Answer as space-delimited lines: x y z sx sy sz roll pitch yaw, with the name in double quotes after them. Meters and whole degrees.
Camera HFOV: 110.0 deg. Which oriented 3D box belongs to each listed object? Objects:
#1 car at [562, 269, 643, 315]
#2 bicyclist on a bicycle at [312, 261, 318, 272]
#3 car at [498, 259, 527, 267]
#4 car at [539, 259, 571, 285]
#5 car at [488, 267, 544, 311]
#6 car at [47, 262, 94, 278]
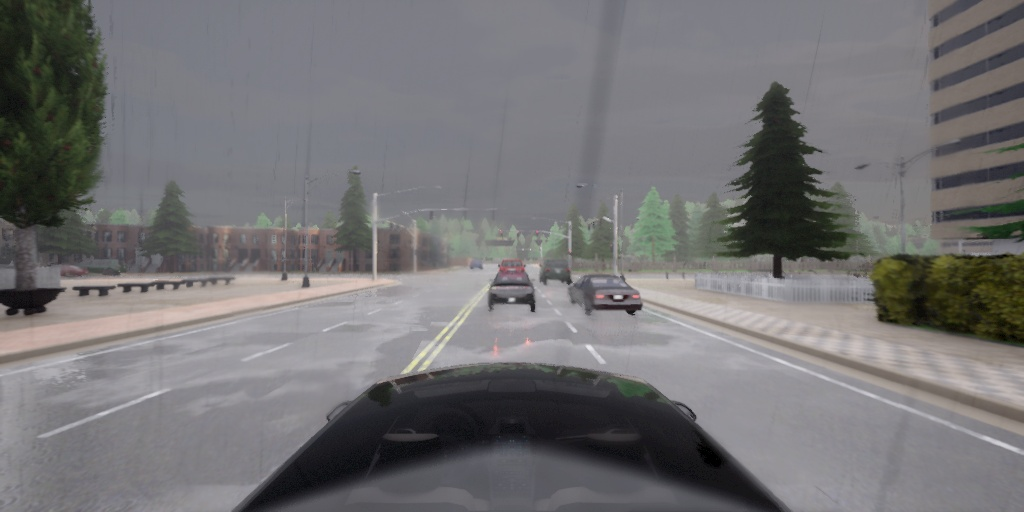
3.507 1.437 14.367 2.033 1.411 5.357 0 -1 0 "car"
-28.832 1.608 52.463 0.582 1.620 1.656 0 0 -1 "bicyclist on a bicycle"
0.003 1.279 29.422 2.150 2.045 5.566 0 0 0 "car"
3.503 1.279 29.422 2.150 2.045 5.566 0 0 0 "car"
0.013 1.392 15.334 2.128 1.511 4.902 0 0 0 "car"
-49.964 1.685 39.316 4.674 1.442 1.812 1 -1 -28 "car"
